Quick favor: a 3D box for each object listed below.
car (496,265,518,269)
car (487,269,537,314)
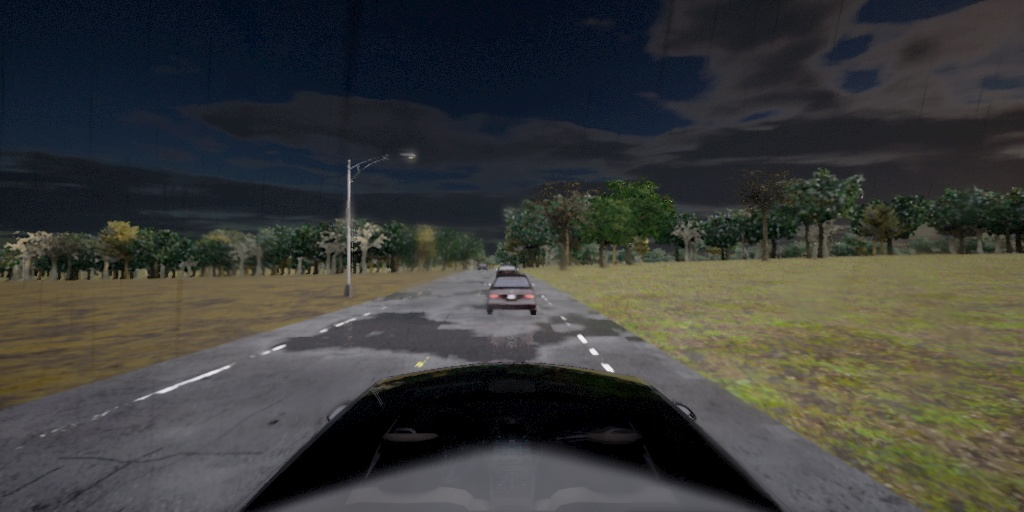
[{"bbox_3d":[-0.420,1.495,31.159,1.882,1.535,5.008,0,0,-2],"label":"car"},{"bbox_3d":[-0.007,1.428,14.411,2.033,1.411,5.357,0,-1,0],"label":"car"}]
